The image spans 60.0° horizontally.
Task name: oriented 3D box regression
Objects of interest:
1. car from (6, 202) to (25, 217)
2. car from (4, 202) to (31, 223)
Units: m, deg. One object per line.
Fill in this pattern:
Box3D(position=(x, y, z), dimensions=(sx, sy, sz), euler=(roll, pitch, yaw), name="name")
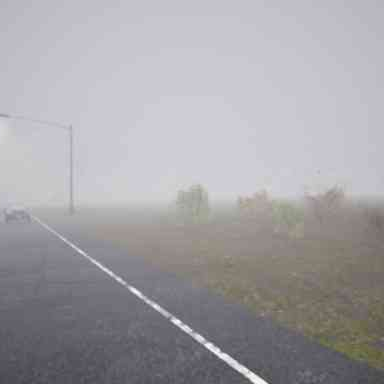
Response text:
Box3D(position=(-20.742, 1.987, 38.954), dimensions=(1.837, 1.490, 4.892), euler=(0, -1, -29), name="car")
Box3D(position=(-15.548, 1.892, 29.734), dimensions=(1.812, 1.442, 4.674), euler=(0, -1, -30), name="car")
